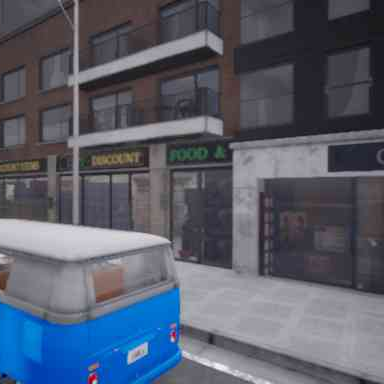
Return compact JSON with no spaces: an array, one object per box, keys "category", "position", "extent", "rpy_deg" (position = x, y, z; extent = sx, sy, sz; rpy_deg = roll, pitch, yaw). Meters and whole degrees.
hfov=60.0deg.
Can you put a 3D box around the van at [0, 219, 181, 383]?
[{"category":"van","position":[-2.027,1.314,4.317],"extent":[3.998,1.788,1.690],"rpy_deg":[0,0,36]}]
